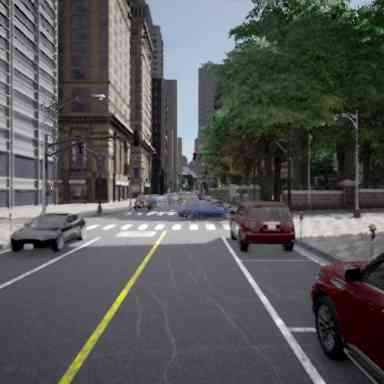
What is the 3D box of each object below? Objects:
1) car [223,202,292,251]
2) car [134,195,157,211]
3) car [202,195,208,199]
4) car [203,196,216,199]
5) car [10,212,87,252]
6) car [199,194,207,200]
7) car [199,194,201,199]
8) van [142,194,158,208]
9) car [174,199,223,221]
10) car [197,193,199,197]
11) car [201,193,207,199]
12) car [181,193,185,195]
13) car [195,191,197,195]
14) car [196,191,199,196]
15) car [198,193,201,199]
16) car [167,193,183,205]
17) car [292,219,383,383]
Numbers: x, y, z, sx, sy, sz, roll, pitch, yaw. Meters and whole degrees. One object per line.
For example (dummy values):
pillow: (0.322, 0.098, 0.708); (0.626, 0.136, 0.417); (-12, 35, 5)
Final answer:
car: (2.764, 1.297, 13.900); (2.192, 1.841, 5.009); (0, 0, 0)
car: (-5.758, 1.239, 40.478); (2.192, 1.841, 5.009); (0, 0, 0)
car: (2.767, 1.491, 45.879); (1.802, 1.307, 4.206); (0, 0, 0)
car: (2.767, 1.489, 40.459); (1.947, 1.339, 4.313); (0, 0, 0)
car: (-5.762, 1.549, 13.919); (1.947, 1.339, 4.313); (0, 0, 0)
car: (2.771, 1.310, 83.991); (1.752, 1.417, 4.829); (0, 0, 0)
car: (2.769, 1.443, 62.140); (1.802, 1.307, 4.206); (0, 0, 0)
van: (-5.758, 1.251, 45.898); (1.690, 1.788, 3.998); (0, 0, 0)
car: (1.155, 1.501, 25.897); (4.674, 1.442, 1.812); (0, 0, 0)
car: (2.770, 1.391, 72.981); (1.947, 1.339, 4.313); (0, 0, 0)
car: (2.768, 1.334, 51.299); (1.967, 1.590, 4.097); (0, 0, 0)
car: (-2.994, 1.412, 73.006); (1.895, 1.301, 4.718); (0, 0, 0)
car: (2.773, 1.059, 94.661); (2.192, 1.841, 5.009); (0, 0, 0)
car: (2.771, 1.121, 78.400); (2.192, 1.841, 5.009); (0, 0, 0)
car: (2.770, 1.388, 67.560); (1.887, 1.381, 4.507); (0, 0, 0)
car: (-3.028, 1.402, 57.558); (1.812, 1.442, 4.674); (0, 0, 1)
car: (2.763, 1.312, 2.925); (2.192, 1.841, 5.009); (0, 0, 0)
